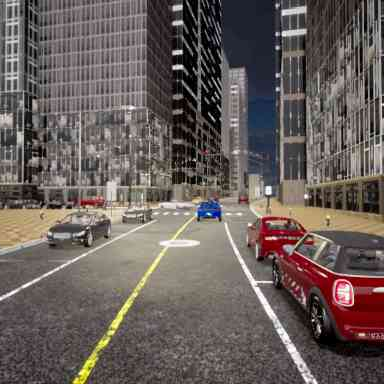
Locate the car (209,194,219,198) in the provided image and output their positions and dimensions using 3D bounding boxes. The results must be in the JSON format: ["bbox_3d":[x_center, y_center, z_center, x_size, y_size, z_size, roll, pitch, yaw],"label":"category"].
[{"bbox_3d":[5.157,1.491,78.798,2.192,1.841,5.009,1,0,14],"label":"car"}]

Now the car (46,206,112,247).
[{"bbox_3d":[-4.880,1.561,14.906,2.008,1.369,4.403,1,0,3],"label":"car"}]

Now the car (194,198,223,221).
[{"bbox_3d":[1.480,1.494,27.165,1.882,1.535,5.008,0,0,5],"label":"car"}]

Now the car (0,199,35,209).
[{"bbox_3d":[-22.399,1.653,43.249,4.403,1.369,2.008,0,-1,13],"label":"car"}]

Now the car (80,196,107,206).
[{"bbox_3d":[-15.147,1.535,49.631,5.009,1.841,2.192,0,-1,13],"label":"car"}]

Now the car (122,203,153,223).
[{"bbox_3d":[-4.129,1.573,25.696,2.008,1.369,4.403,1,0,5],"label":"car"}]

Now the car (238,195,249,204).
[{"bbox_3d":[10.079,1.410,65.113,2.192,1.841,5.009,1,0,13],"label":"car"}]

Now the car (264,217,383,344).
[{"bbox_3d":[2.815,1.441,6.358,1.967,1.590,4.097,1,0,2],"label":"car"}]

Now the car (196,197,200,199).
[{"bbox_3d":[1.162,1.640,62.559,1.752,1.417,4.829,1,0,12],"label":"car"}]

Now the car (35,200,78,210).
[{"bbox_3d":[-16.958,1.637,41.959,4.313,1.339,1.947,0,-1,13],"label":"car"}]

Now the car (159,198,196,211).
[{"bbox_3d":[-2.110,1.661,42.049,4.718,1.301,1.895,-1,-1,45],"label":"car"}]

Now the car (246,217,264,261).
[{"bbox_3d":[3.007,1.547,11.998,1.887,1.381,4.507,1,0,3],"label":"car"}]

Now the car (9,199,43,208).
[{"bbox_3d":[-26.033,1.833,52.209,4.403,1.369,2.008,0,-1,13],"label":"car"}]
